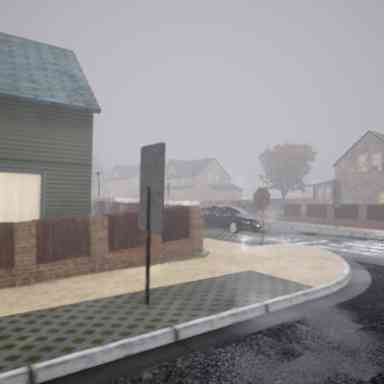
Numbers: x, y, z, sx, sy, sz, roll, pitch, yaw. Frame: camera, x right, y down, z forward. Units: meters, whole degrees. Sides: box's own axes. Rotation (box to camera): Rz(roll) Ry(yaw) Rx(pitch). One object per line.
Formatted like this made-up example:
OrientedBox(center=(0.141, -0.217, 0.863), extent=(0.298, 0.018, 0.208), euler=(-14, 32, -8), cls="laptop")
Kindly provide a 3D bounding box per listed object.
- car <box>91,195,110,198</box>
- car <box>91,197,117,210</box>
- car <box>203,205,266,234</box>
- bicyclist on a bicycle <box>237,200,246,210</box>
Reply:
OrientedBox(center=(-11.769, 1.517, 45.533), extent=(2.097, 1.767, 4.553), euler=(2, -1, -33), cls="car")
OrientedBox(center=(-10.758, 1.624, 38.805), extent=(2.033, 1.411, 5.357), euler=(2, -1, -33), cls="car")
OrientedBox(center=(2.138, 1.533, 19.412), extent=(1.837, 1.490, 4.892), euler=(2, -1, -34), cls="car")
OrientedBox(center=(3.967, 1.503, 27.239), extent=(1.656, 1.620, 0.582), euler=(2, -1, -34), cls="bicyclist on a bicycle")
